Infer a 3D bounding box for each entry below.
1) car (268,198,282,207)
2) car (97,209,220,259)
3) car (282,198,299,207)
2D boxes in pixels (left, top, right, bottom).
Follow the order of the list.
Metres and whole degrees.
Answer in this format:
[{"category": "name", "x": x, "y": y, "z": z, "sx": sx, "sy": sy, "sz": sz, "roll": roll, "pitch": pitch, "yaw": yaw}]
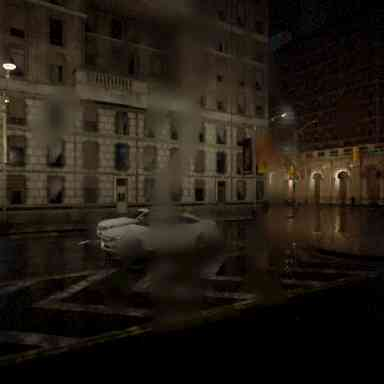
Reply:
[{"category": "car", "x": 10.866, "y": 1.600, "z": 50.404, "sx": 1.895, "sy": 1.301, "sz": 4.718, "roll": 0, "pitch": 0, "yaw": -32}, {"category": "car", "x": -1.094, "y": 1.525, "z": 12.684, "sx": 4.674, "sy": 1.442, "sz": 1.812, "roll": 0, "pitch": 0, "yaw": -32}, {"category": "car", "x": 14.406, "y": 1.563, "z": 51.366, "sx": 1.994, "sy": 1.385, "sz": 4.181, "roll": 0, "pitch": 0, "yaw": -32}]
